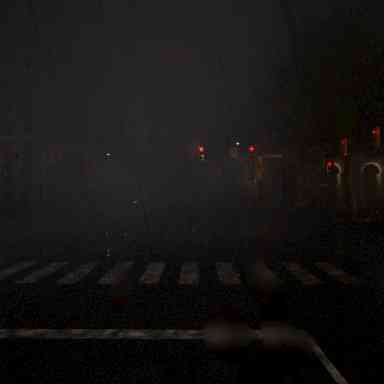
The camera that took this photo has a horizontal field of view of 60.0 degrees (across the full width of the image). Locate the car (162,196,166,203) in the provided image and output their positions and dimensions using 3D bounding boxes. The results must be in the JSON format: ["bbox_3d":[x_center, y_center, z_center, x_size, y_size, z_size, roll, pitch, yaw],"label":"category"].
[{"bbox_3d":[-6.581,1.526,63.782,1.812,1.442,4.674,0,0,1],"label":"car"}]

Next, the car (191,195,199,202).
[{"bbox_3d":[0.727,1.450,78.623,2.128,1.511,4.902,0,0,1],"label":"car"}]

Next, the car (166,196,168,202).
[{"bbox_3d":[-6.358,1.595,73.838,1.895,1.301,4.718,0,0,1],"label":"car"}]

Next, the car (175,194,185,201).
[{"bbox_3d":[-2.773,1.279,78.653,2.097,1.767,4.553,0,0,1],"label":"car"}]

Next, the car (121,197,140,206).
[{"bbox_3d":[-10.182,1.547,54.361,2.033,1.411,5.357,0,0,1],"label":"car"}]

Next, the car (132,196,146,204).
[{"bbox_3d":[-10.084,1.564,63.595,1.994,1.385,4.181,0,0,1],"label":"car"}]

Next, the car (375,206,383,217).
[{"bbox_3d":[18.598,1.526,29.196,4.674,1.442,1.812,0,0,1],"label":"car"}]

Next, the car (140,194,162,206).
[{"bbox_3d":[-6.688,1.548,54.189,2.033,1.411,5.357,0,0,1],"label":"car"}]
